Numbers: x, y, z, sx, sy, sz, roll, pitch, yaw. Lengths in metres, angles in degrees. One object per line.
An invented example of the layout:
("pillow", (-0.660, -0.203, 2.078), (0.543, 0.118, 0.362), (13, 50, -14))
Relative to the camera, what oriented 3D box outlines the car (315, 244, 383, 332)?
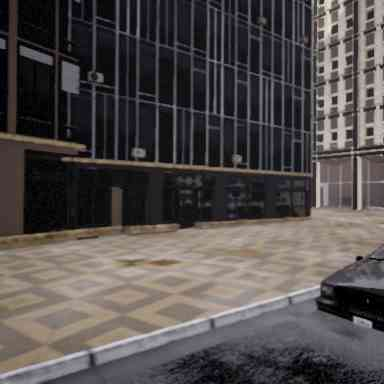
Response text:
("car", (4.721, 1.542, 6.446), (5.357, 1.411, 2.033), (0, 0, -35))
